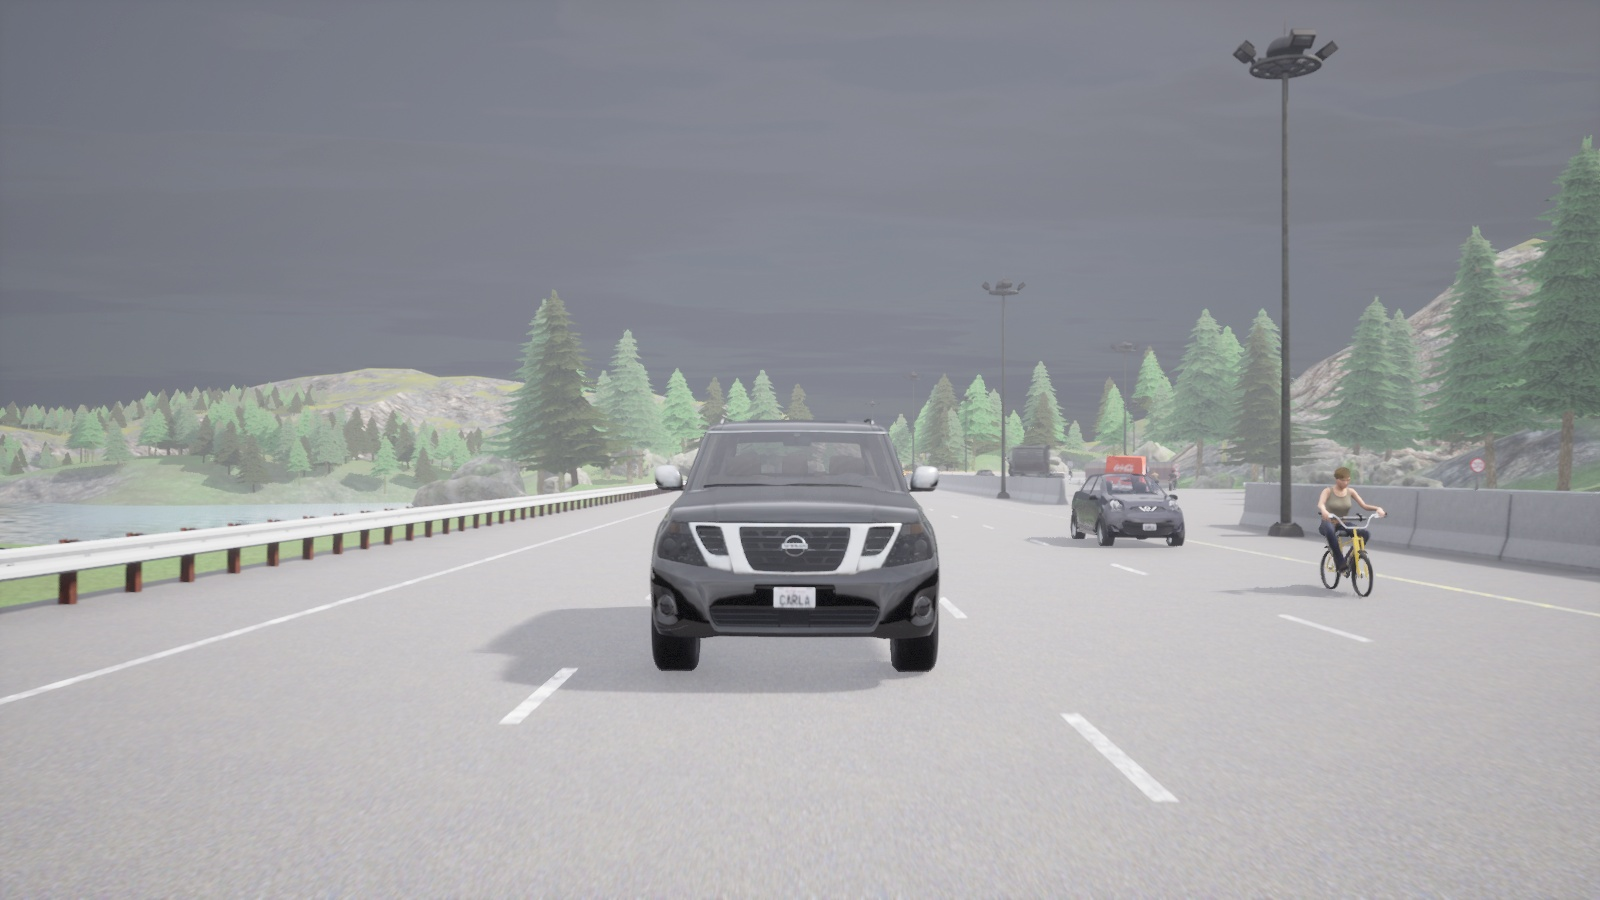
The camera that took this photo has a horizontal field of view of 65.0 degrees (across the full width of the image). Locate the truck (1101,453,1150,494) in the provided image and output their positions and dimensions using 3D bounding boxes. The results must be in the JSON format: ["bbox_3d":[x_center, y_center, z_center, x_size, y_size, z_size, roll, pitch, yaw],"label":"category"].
[{"bbox_3d":[20.422,1.439,78.626,2.627,2.467,5.204,1,0,18],"label":"truck"}]

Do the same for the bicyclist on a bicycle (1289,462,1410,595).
[{"bbox_3d":[6.966,0.963,16.006,0.866,1.612,1.509,0,-1,0],"label":"bicyclist on a bicycle"}]

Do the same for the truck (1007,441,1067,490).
[{"bbox_3d":[17.262,1.154,91.979,2.891,3.462,7.936,0,-1,0],"label":"truck"}]

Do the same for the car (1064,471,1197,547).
[{"bbox_3d":[6.937,1.203,26.723,1.845,1.501,3.633,0,-1,0],"label":"car"}]

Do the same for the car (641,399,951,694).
[{"bbox_3d":[-0.022,0.704,11.514,2.150,2.045,5.566,0,-1,0],"label":"car"}]
